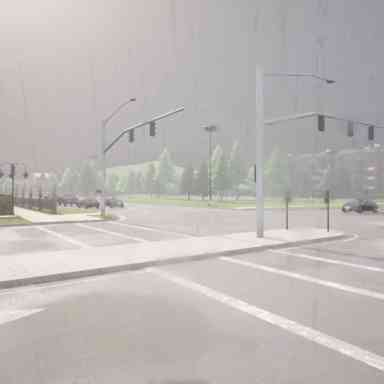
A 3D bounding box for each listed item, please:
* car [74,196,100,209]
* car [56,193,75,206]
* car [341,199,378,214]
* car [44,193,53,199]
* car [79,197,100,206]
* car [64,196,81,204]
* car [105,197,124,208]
[{"bbox_3d":[-14.192,1.600,45.524,1.895,1.301,4.718,0,0,-36],"label":"car"},{"bbox_3d":[-19.903,1.221,53.400,2.150,2.045,5.566,0,0,-36],"label":"car"},{"bbox_3d":[17.636,1.489,34.929,4.902,1.511,2.128,0,0,-35],"label":"car"},{"bbox_3d":[-26.038,1.221,61.947,2.150,2.045,5.566,0,0,-35],"label":"car"},{"bbox_3d":[-17.146,1.563,55.563,1.994,1.385,4.181,0,0,-36],"label":"car"},{"bbox_3d":[-22.954,1.563,63.658,1.994,1.385,4.181,0,0,-36],"label":"car"},{"bbox_3d":[-11.387,1.490,47.620,2.128,1.511,4.902,0,0,-36],"label":"car"}]
